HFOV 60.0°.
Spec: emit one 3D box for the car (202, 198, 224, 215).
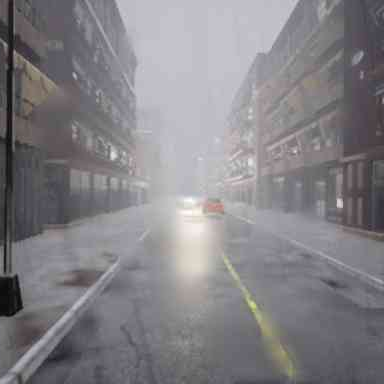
[{"bbox_3d":[2.129,1.370,35.010,2.097,1.767,4.553,1,0,-1],"label":"car"}]
